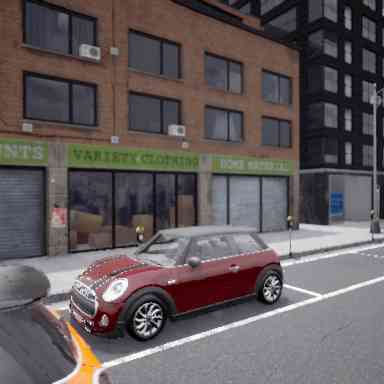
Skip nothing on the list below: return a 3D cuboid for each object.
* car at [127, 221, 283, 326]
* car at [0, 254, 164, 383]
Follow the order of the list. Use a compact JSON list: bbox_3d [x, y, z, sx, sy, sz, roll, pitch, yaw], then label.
[{"bbox_3d":[-0.174,1.432,6.401,4.097,1.590,1.967,0,0,-35],"label":"car"},{"bbox_3d":[-2.642,1.355,1.500,4.553,1.767,2.097,0,0,-35],"label":"car"}]
